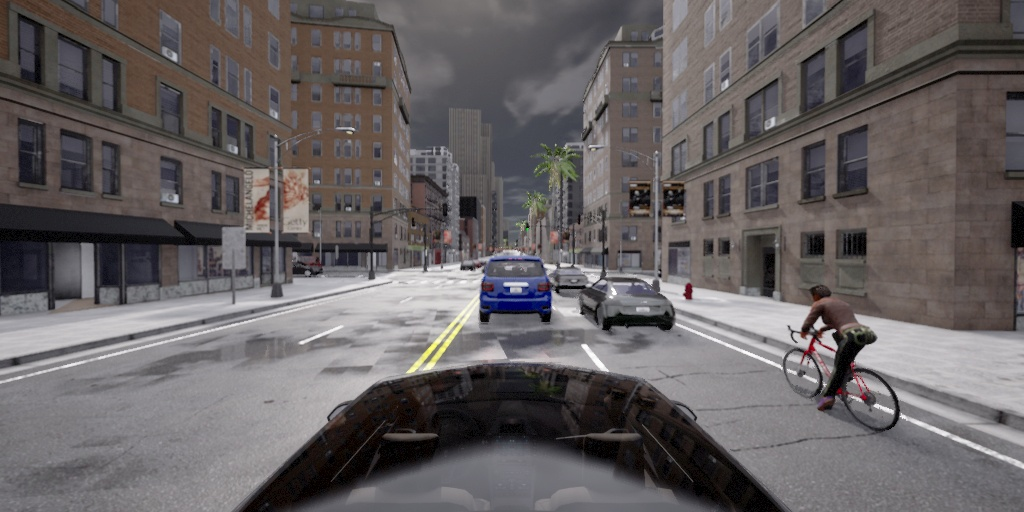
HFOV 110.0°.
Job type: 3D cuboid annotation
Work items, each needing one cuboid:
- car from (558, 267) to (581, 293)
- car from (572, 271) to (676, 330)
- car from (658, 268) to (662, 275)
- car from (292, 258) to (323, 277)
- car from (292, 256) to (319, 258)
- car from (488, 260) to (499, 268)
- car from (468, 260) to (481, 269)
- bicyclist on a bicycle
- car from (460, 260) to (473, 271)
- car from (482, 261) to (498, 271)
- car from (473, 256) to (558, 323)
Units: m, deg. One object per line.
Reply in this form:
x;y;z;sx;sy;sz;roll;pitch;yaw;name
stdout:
3.268;1.354;21.260;2.033;1.411;5.357;0;0;0;car
3.338;1.341;11.175;1.994;1.385;4.181;0;0;0;car
16.206;1.611;34.381;4.313;1.339;1.948;0;0;0;car
-20.870;1.223;34.492;4.892;1.490;1.837;1;1;-9;car
-23.896;0.951;39.876;5.009;1.841;2.192;0;0;-9;car
-3.311;1.459;64.928;1.812;1.442;4.674;0;0;1;car
-6.565;1.407;63.422;1.882;1.535;5.008;0;0;0;car
4.143;1.211;4.656;0.582;1.620;1.656;0;-1;0;bicyclist on a bicycle
-6.595;1.380;53.906;1.882;1.535;5.008;0;0;0;car
-3.347;1.455;55.457;2.033;1.411;5.357;0;0;0;car
0.099;1.005;12.424;2.150;2.045;5.566;0;0;0;car
